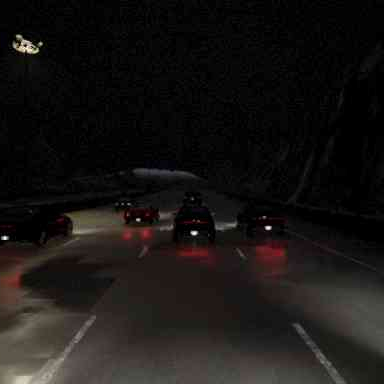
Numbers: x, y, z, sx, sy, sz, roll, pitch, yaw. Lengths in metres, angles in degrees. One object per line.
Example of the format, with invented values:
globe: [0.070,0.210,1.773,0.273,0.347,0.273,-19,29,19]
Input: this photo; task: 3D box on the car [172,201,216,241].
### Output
car: [0.088,1.420,16.184,1.837,1.490,4.892,0,1,0]

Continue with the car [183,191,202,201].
car: [0.071,0.836,40.034,2.150,2.045,5.566,0,1,0]

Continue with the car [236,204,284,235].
car: [3.587,1.405,18.051,1.837,1.490,4.892,0,1,0]

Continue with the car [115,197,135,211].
car: [-6.926,1.232,35.780,2.033,1.411,5.357,0,1,0]

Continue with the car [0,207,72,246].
car: [-6.910,1.432,14.764,1.837,1.490,4.892,0,1,0]

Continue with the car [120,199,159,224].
car: [-3.417,1.448,23.348,1.895,1.301,4.718,0,1,0]
